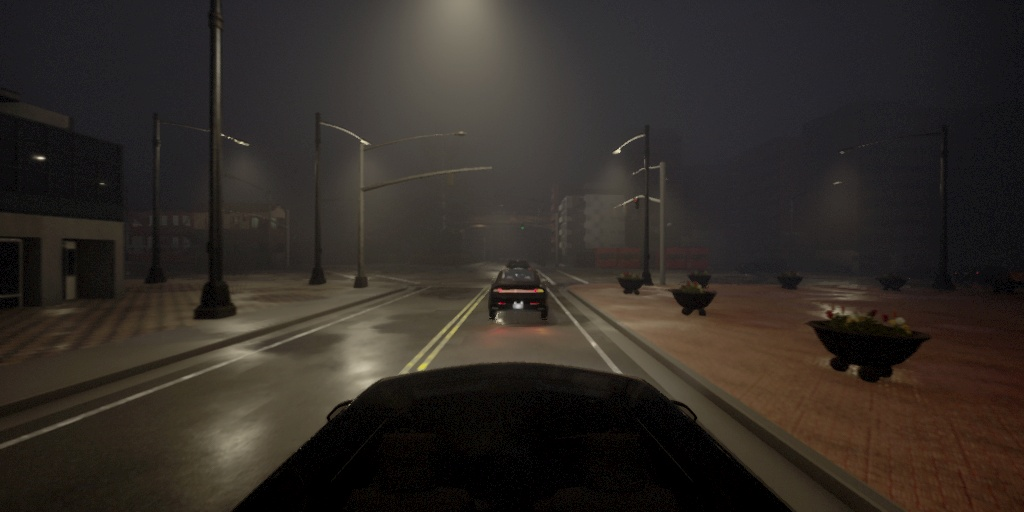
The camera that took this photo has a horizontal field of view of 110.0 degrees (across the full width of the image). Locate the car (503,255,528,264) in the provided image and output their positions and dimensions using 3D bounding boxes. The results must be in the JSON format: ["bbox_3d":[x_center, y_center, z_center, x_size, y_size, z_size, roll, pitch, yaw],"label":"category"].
[{"bbox_3d":[0.496,1.010,27.727,2.097,1.767,4.553,0,0,1],"label":"car"}]

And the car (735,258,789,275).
[{"bbox_3d":[29.909,1.219,42.835,5.566,2.045,2.150,1,0,1],"label":"car"}]

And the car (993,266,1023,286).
[{"bbox_3d":[42.405,1.770,28.578,5.008,1.535,1.882,1,0,1],"label":"car"}]

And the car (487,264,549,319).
[{"bbox_3d":[0.227,1.193,12.510,2.128,1.511,4.902,0,0,1],"label":"car"}]

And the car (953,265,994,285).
[{"bbox_3d":[42.838,1.635,32.072,4.553,1.767,2.097,1,0,3],"label":"car"}]

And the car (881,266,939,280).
[{"bbox_3d":[43.784,1.816,39.149,5.357,1.411,2.033,1,0,1],"label":"car"}]
